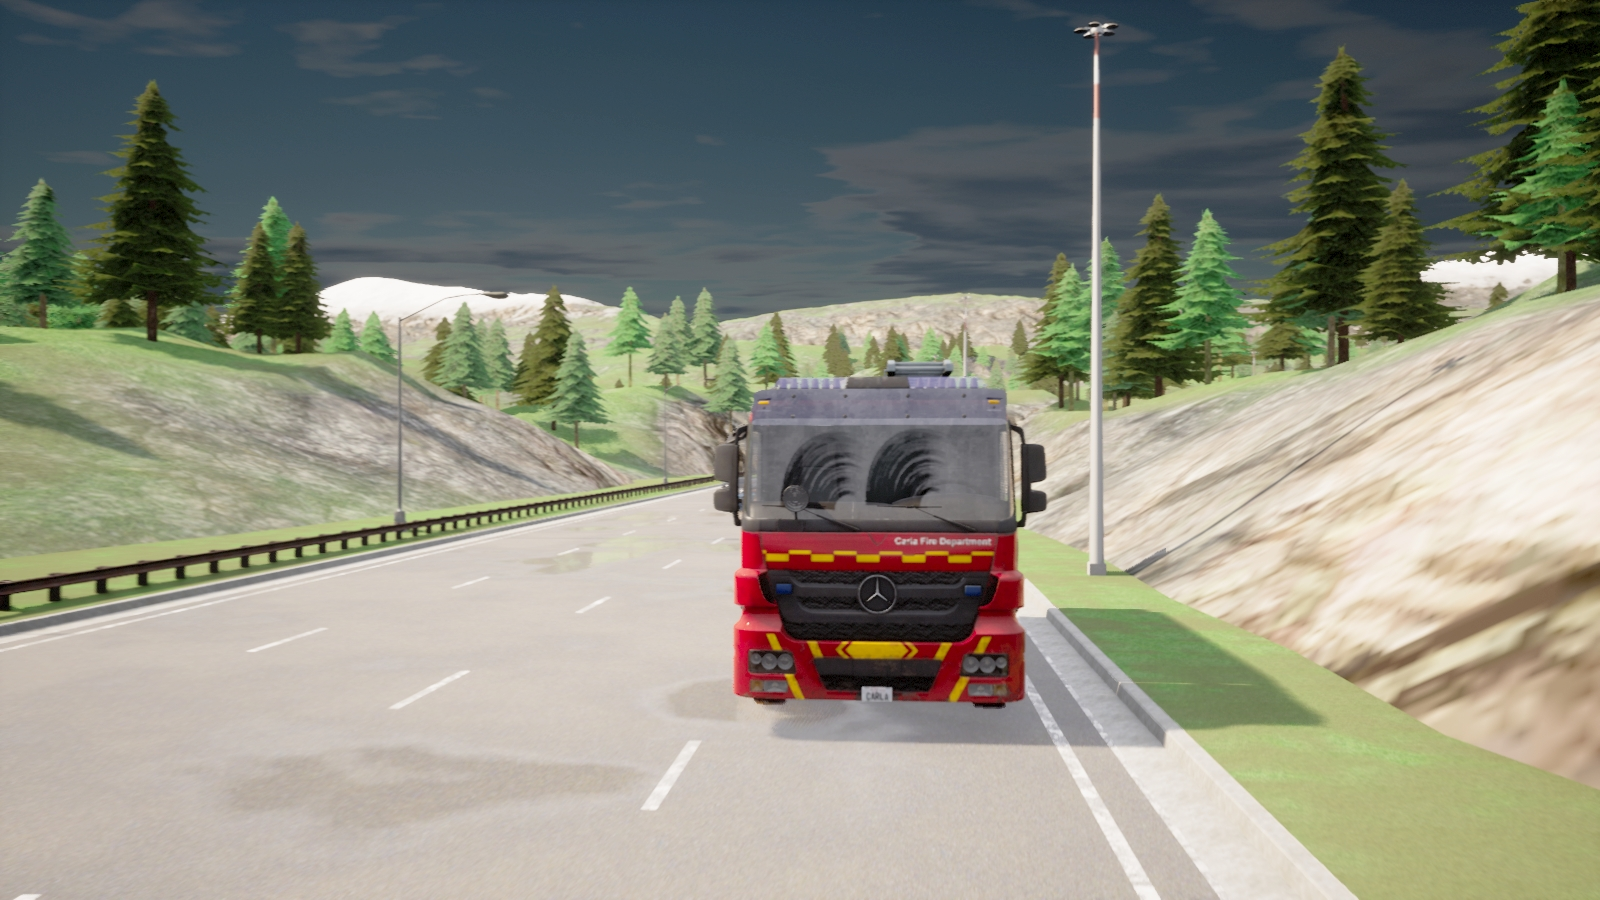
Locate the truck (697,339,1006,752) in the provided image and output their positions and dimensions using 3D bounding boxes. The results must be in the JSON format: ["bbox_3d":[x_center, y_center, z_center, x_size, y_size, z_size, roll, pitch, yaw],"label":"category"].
[{"bbox_3d":[0.815,0.890,14.927,2.891,3.827,8.468,0,0,5],"label":"truck"}]
